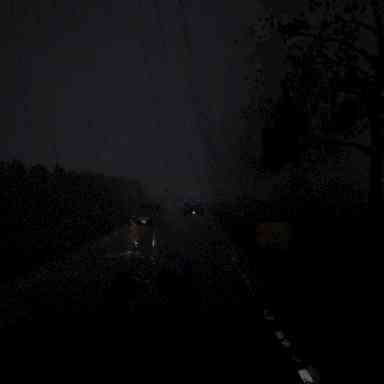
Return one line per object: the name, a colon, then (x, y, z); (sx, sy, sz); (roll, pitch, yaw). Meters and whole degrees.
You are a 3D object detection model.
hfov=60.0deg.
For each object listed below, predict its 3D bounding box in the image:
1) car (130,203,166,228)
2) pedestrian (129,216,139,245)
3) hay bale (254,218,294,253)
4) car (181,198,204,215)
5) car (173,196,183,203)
car: (-2.807, 1.474, 21.967); (2.128, 1.511, 4.902); (0, 0, 0)
pedestrian: (-2.416, 1.568, 14.039); (0.375, 1.300, 0.375); (0, 0, 0)
hay bale: (3.154, 1.649, 12.907); (1.220, 1.180, 1.240); (0, 0, 0)
car: (0.164, 1.573, 32.591); (1.895, 1.301, 4.718); (0, 0, 0)
car: (-2.620, 1.511, 64.970); (2.033, 1.411, 5.357); (0, 0, 0)
